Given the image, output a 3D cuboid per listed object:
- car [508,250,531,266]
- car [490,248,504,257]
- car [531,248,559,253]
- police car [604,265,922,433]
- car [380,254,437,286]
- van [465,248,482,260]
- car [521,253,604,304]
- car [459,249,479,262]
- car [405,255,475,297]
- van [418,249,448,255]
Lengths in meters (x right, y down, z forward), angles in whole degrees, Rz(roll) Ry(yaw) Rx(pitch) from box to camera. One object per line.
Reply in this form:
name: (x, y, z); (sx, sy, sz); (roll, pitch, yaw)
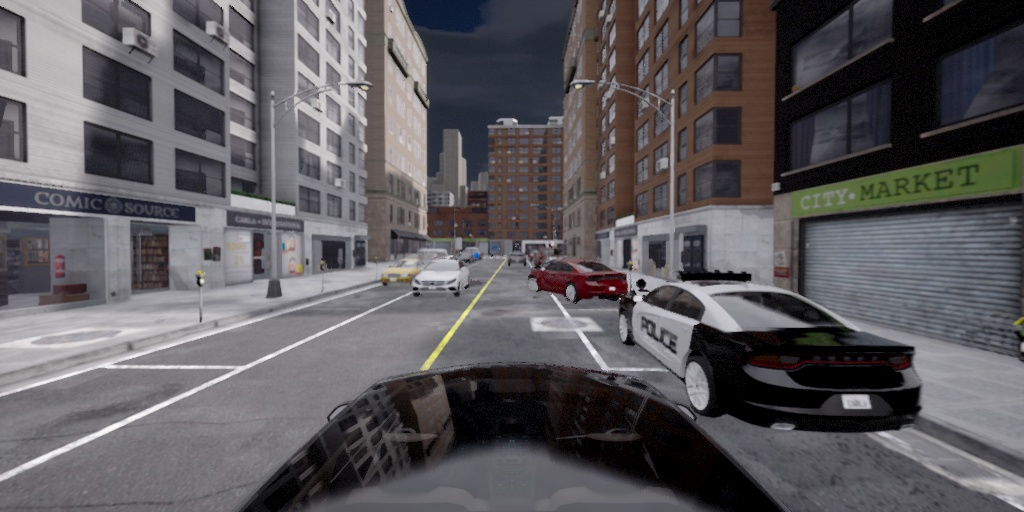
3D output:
car: (0.536, 0.209, 37.021); (2.128, 1.511, 4.902); (0, 2, 1)
car: (-2.306, -0.566, 56.868); (1.994, 1.385, 4.181); (0, 2, 1)
car: (3.030, 0.217, 30.532); (2.192, 1.841, 5.009); (0, 0, 1)
police car: (3.185, 1.050, 5.861); (1.930, 1.638, 5.238); (0, 2, 1)
car: (-5.635, 0.731, 19.514); (1.751, 1.417, 4.829); (0, 0, 1)
van: (-5.288, -0.227, 47.081); (1.690, 1.789, 3.998); (0, 0, 1)
car: (2.363, 0.852, 14.205); (1.882, 1.535, 5.008); (0, 2, -23)
car: (-5.357, 0.150, 41.601); (1.948, 1.339, 4.313); (0, 0, 1)
car: (-2.925, 0.853, 15.639); (1.812, 1.442, 4.674); (0, 2, 1)
van: (-5.564, 0.388, 25.164); (1.690, 1.789, 3.998); (0, 0, 1)
